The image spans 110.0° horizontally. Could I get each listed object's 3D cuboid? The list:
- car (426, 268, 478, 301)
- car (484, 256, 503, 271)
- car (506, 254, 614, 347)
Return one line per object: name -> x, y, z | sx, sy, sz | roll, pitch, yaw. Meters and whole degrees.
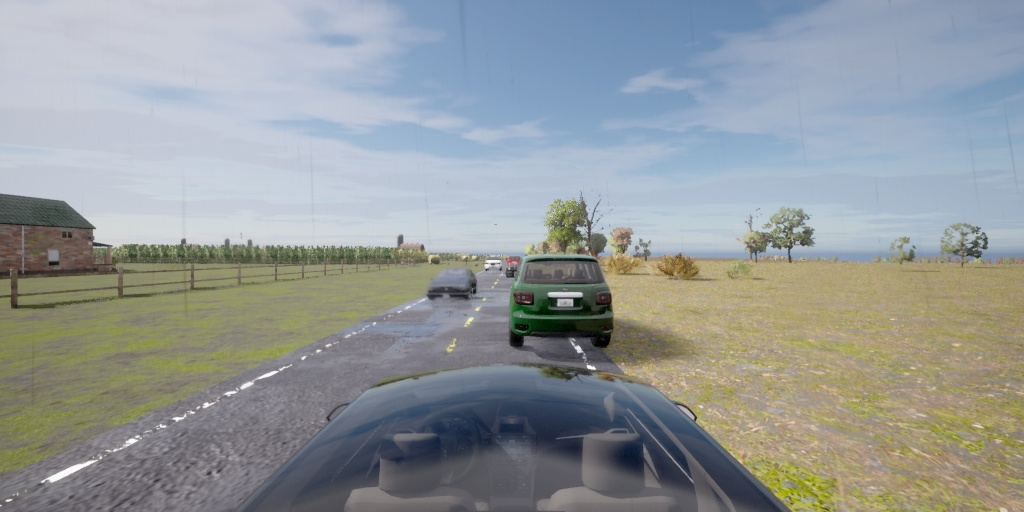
car -> -2.730, 1.294, 17.603 | 2.033, 1.411, 5.357 | 0, 0, 0
car -> -2.417, 0.963, 48.023 | 2.150, 2.045, 5.566 | 0, 0, 0
car -> 1.025, 0.973, 9.442 | 2.150, 2.045, 5.566 | 0, 0, 0
